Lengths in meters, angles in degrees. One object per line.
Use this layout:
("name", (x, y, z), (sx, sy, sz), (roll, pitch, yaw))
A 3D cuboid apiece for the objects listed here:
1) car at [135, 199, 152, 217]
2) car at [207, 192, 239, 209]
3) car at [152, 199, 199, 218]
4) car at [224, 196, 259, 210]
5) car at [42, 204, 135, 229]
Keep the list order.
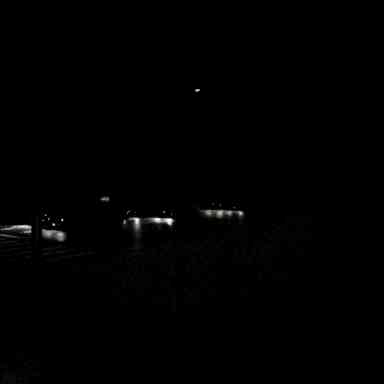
("car", (-3.999, 1.416, 30.547), (1.837, 1.490, 4.892), (0, 0, 35))
("car", (4.097, 1.071, 41.972), (2.150, 2.045, 5.566), (0, 0, 35))
("car", (-1.146, 1.467, 28.968), (1.994, 1.385, 4.181), (0, 0, 35))
("car", (6.082, 1.451, 39.147), (1.895, 1.301, 4.718), (0, 0, 36))
("car", (-6.476, 1.489, 21.420), (2.033, 1.411, 5.357), (0, 0, 35))
